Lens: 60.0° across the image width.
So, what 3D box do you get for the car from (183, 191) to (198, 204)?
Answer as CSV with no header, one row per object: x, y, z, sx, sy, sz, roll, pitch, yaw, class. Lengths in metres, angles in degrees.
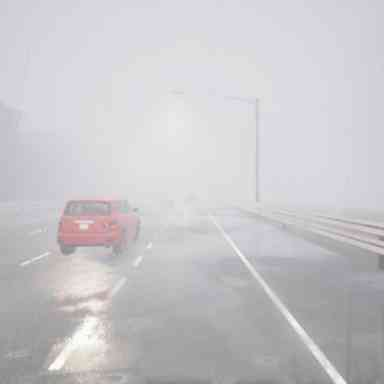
-0.090,1.254,62.993,2.150,2.045,5.566,0,0,0,car

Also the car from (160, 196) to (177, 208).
-3.618,1.621,49.108,1.895,1.301,4.718,0,0,0,car

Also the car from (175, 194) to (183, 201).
-3.862,1.568,85.532,1.812,1.442,4.674,0,0,-1,car

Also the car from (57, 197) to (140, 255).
-3.508,1.221,13.477,2.150,2.045,5.566,0,0,0,car
